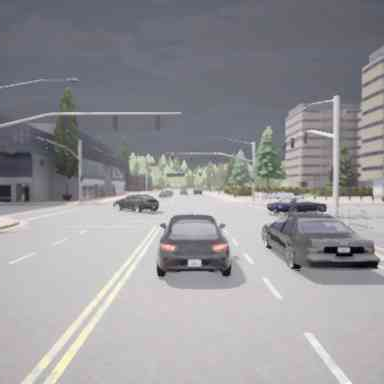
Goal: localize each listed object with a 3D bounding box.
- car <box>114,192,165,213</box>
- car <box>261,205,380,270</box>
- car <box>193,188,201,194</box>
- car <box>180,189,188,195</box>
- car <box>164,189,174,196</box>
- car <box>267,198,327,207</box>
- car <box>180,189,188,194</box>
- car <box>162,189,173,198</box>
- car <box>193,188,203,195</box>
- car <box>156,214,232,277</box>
[{"bbox_3d":[-4.913,0.965,29.048,4.892,1.490,1.837,1,-1,44],"label":"car"},{"bbox_3d":[3.531,1.355,10.256,2.033,1.411,5.357,0,1,0],"label":"car"},{"bbox_3d":[1.271,-0.280,90.180,1.882,1.535,5.008,0,1,-1],"label":"car"},{"bbox_3d":[-1.949,0.060,79.460,2.033,1.411,5.357,0,1,-1],"label":"car"},{"bbox_3d":[-5.424,0.097,78.477,1.994,1.385,4.181,0,1,-1],"label":"car"},{"bbox_3d":[8.382,1.111,26.284,4.718,1.301,1.895,-1,1,-26],"label":"car"},{"bbox_3d":[-2.227,-0.203,90.092,1.994,1.385,4.181,0,1,-1],"label":"car"},{"bbox_3d":[-5.020,0.412,62.081,1.994,1.385,4.181,0,1,-1],"label":"car"},{"bbox_3d":[1.539,0.013,79.953,1.837,1.490,4.892,0,1,-1],"label":"car"},{"bbox_3d":[0.033,1.346,9.553,1.812,1.442,4.674,0,1,-1],"label":"car"}]
